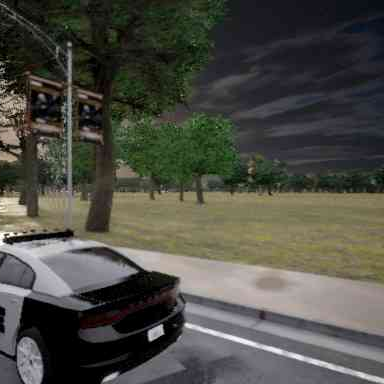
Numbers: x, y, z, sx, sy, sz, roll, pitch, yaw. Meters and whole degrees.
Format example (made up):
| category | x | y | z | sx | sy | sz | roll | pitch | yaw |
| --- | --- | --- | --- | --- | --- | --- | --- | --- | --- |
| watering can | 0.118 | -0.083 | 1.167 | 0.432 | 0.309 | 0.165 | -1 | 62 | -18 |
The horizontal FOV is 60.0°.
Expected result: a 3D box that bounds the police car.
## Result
| category | x | y | z | sx | sy | sz | roll | pitch | yaw |
| --- | --- | --- | --- | --- | --- | --- | --- | --- | --- |
| police car | -2.525 | 1.427 | 5.363 | 5.238 | 1.638 | 1.930 | 0 | 0 | 35 |
